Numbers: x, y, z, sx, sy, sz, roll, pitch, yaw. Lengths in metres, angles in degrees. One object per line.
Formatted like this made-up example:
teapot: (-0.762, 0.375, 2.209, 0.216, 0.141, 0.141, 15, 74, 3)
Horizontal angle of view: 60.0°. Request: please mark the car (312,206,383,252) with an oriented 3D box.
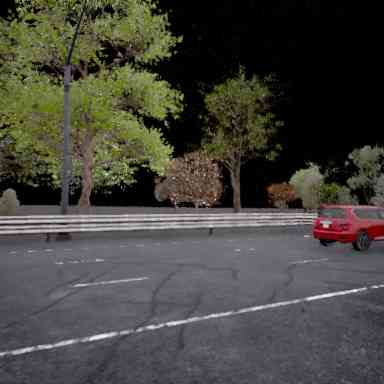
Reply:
car: (8.485, 1.695, 16.432, 5.566, 2.045, 2.150, 1, -2, -27)
